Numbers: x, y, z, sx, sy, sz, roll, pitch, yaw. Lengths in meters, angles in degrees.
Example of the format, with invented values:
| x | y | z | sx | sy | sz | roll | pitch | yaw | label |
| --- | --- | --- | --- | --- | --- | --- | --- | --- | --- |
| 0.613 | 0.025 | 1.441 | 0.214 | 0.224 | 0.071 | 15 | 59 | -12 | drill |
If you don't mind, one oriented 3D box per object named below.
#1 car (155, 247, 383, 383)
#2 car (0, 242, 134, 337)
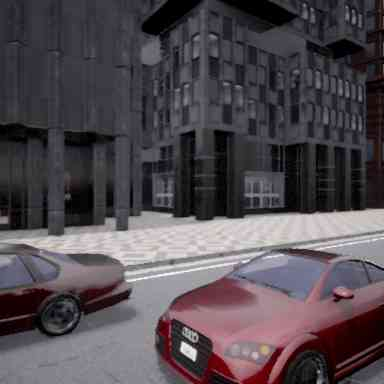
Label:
| x | y | z | sx | sy | sz | roll | pitch | yaw | label |
| --- | --- | --- | --- | --- | --- | --- | --- | --- | --- |
| 1.583 | 1.565 | 4.818 | 4.181 | 1.385 | 1.994 | 0 | 0 | -36 | car |
| -3.628 | 1.546 | 5.093 | 5.357 | 1.411 | 2.033 | 0 | 0 | -36 | car |
